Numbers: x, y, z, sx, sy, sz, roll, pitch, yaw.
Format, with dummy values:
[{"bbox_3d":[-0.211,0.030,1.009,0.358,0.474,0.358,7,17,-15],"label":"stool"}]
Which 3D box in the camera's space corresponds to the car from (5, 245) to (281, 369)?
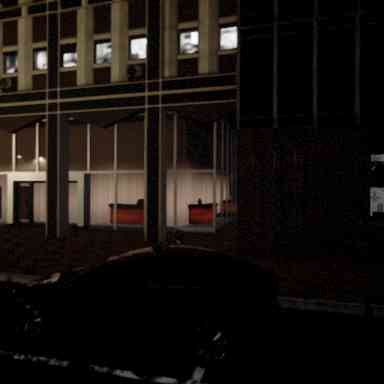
[{"bbox_3d":[-0.781,1.551,5.313,4.313,1.339,1.947,0,0,15],"label":"car"}]
